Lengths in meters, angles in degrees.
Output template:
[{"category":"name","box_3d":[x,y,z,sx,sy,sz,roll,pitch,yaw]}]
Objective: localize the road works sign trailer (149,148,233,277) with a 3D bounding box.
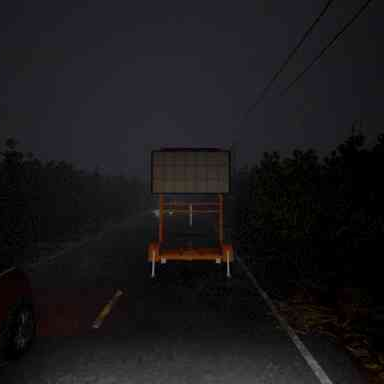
[{"category":"road works sign trailer","box_3d":[-0.035,0.464,10.220,2.380,3.560,2.880,0,0,0]}]

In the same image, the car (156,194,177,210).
[{"category":"car","box_3d":[-3.449,1.352,42.842,2.097,1.767,4.553,0,0,0]}]

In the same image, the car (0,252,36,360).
[{"category":"car","box_3d":[-3.309,1.351,2.911,2.097,1.767,4.553,0,0,0]}]

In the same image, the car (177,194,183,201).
[{"category":"car","box_3d":[-3.474,1.224,87.060,2.150,2.045,5.566,0,0,0]}]
